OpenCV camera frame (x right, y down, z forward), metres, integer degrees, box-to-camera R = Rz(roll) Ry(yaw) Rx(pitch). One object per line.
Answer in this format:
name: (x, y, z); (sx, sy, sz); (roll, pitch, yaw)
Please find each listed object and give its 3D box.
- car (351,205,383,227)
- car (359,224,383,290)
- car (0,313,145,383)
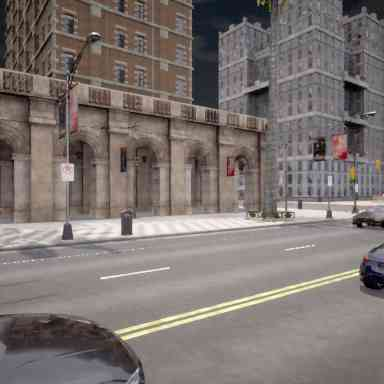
car: (12.435, 1.547, 21.339); (5.357, 1.411, 2.033); (0, 0, -35)
car: (5.843, 1.564, 7.911); (4.181, 1.385, 1.994); (0, 0, -36)
car: (-2.607, 1.492, 1.890); (4.902, 1.511, 2.128); (0, 0, -35)
